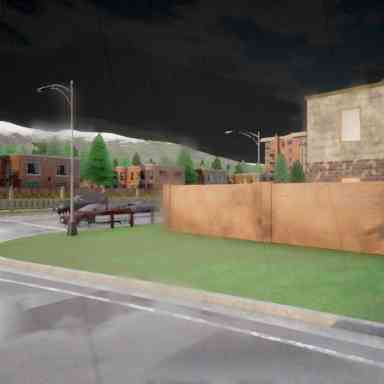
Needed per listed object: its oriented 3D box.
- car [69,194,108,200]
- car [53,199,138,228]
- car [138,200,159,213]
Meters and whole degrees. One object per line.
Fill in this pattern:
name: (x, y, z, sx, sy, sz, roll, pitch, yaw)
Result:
car: (-10.858, 1.218, 33.223, 2.150, 2.045, 5.566, 0, 0, 41)
car: (-6.390, 1.478, 22.422, 1.882, 1.535, 5.008, 0, 0, 42)
car: (-5.341, 1.564, 34.172, 1.994, 1.385, 4.181, 0, 0, 41)
